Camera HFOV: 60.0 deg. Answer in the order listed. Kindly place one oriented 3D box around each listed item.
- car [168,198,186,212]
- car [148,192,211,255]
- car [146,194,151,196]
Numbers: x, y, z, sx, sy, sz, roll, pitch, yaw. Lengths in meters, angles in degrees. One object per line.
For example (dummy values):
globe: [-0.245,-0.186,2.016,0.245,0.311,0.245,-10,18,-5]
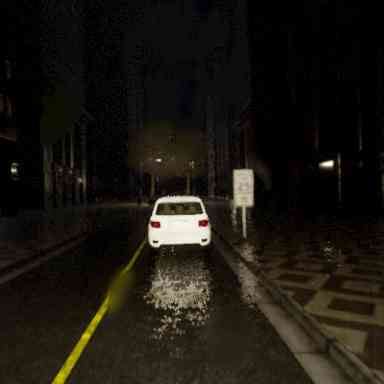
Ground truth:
car: [-1.745,1.484,38.628,1.994,1.385,4.181,-1,0,-3]
car: [-0.511,1.195,13.481,2.150,2.045,5.566,-1,0,-2]
car: [-5.318,1.252,48.369,1.882,1.535,5.008,-1,0,-3]
